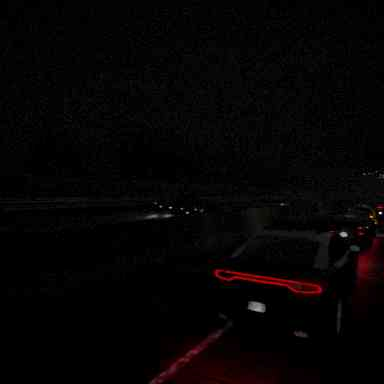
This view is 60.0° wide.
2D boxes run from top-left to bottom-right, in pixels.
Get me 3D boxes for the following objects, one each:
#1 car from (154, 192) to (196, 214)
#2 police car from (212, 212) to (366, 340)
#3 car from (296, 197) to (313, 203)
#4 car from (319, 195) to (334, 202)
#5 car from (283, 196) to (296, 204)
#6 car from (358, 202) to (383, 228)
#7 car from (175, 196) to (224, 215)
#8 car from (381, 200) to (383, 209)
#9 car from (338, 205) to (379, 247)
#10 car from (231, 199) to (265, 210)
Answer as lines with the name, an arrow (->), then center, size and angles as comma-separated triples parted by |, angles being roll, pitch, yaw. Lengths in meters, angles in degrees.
car -> -1.409, 1.005, 32.774 | 2.150, 2.045, 5.566 | 1, 0, 31
police car -> 2.249, 1.406, 6.859 | 1.930, 1.638, 5.238 | 1, 0, 31
car -> 22.391, 1.756, 65.180 | 1.812, 1.442, 4.674 | 1, 0, 31
car -> 26.433, 1.546, 65.090 | 2.150, 2.045, 5.566 | 1, 0, 31
car -> 20.023, 1.682, 68.026 | 1.837, 1.490, 4.892 | 1, 0, 31
car -> 10.578, 1.515, 20.629 | 1.801, 1.575, 5.366 | 1, 0, 31
car -> 1.033, 1.388, 30.061 | 2.033, 1.411, 5.357 | 1, 0, 31
car -> 31.610, 1.993, 53.375 | 1.994, 1.385, 4.181 | 1, 0, 31
car -> 7.371, 1.549, 15.329 | 1.812, 1.442, 4.674 | 1, 0, 31
car -> 5.109, 1.426, 30.037 | 1.837, 1.490, 4.892 | 1, 0, 31
